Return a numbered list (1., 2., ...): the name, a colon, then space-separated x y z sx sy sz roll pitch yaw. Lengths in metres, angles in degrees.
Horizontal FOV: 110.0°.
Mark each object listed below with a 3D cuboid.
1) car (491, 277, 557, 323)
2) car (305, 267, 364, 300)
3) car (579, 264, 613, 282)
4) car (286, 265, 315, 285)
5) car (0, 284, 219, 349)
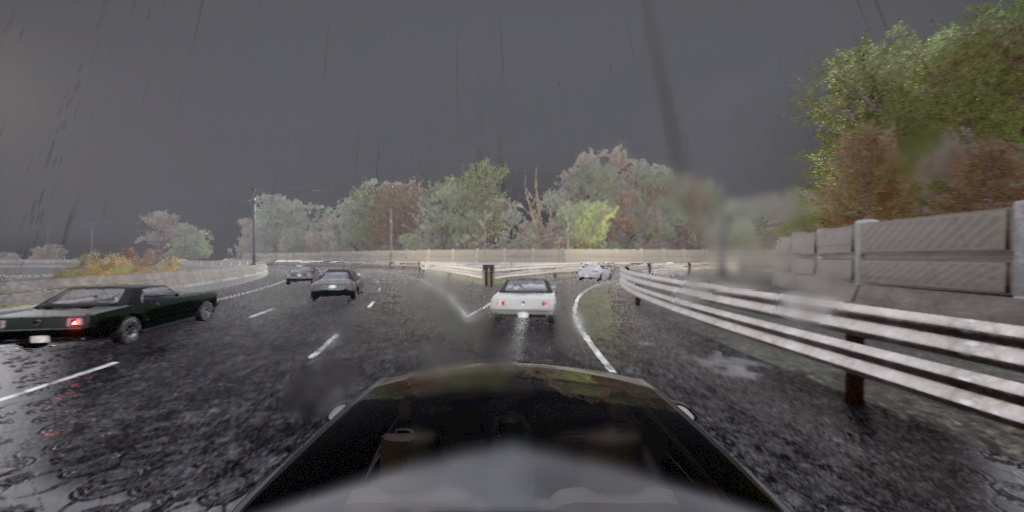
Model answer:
1. car: 0.589 1.384 12.365 1.895 1.301 4.718 0 0 7
2. car: -8.724 1.365 18.199 1.994 1.385 4.181 0 0 -17
3. car: 7.075 1.365 30.433 1.812 1.442 4.674 0 0 30
4. car: -15.713 1.376 27.174 2.033 1.411 5.357 0 0 -23
5. car: -9.859 1.374 9.286 1.895 1.301 4.718 0 0 -13
